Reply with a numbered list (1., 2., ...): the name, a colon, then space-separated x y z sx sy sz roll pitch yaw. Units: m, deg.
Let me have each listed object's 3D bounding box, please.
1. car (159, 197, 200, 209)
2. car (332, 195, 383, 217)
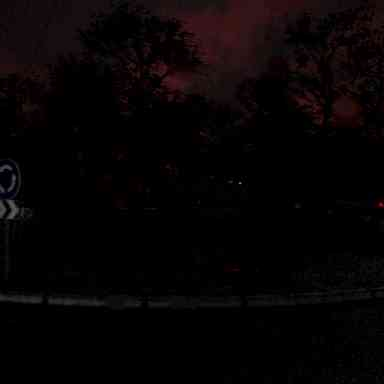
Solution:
1. car: -1.458 1.328 39.963 4.902 1.511 2.128 1 0 1
2. car: 16.908 1.286 33.373 2.150 2.045 5.566 1 0 -31
